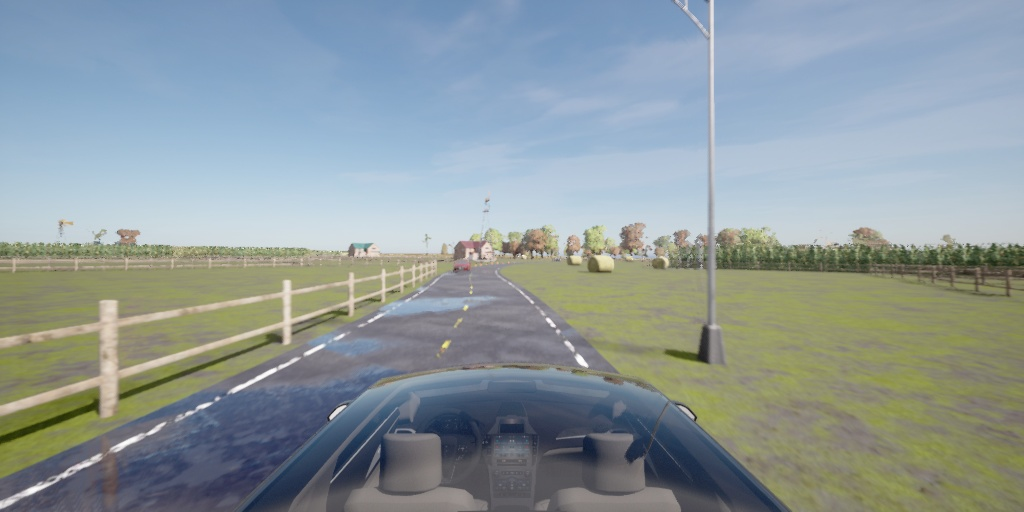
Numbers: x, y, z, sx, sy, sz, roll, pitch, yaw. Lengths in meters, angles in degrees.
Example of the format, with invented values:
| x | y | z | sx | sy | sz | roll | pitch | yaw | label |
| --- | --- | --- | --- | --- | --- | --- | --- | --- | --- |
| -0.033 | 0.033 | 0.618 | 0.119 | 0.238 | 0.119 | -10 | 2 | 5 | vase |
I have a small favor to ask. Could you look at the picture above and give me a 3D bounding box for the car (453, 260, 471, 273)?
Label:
| x | y | z | sx | sy | sz | roll | pitch | yaw | label |
| --- | --- | --- | --- | --- | --- | --- | --- | --- | --- |
| -6.086 | 1.187 | 44.125 | 1.882 | 1.535 | 5.008 | 0 | 0 | -2 | car |
